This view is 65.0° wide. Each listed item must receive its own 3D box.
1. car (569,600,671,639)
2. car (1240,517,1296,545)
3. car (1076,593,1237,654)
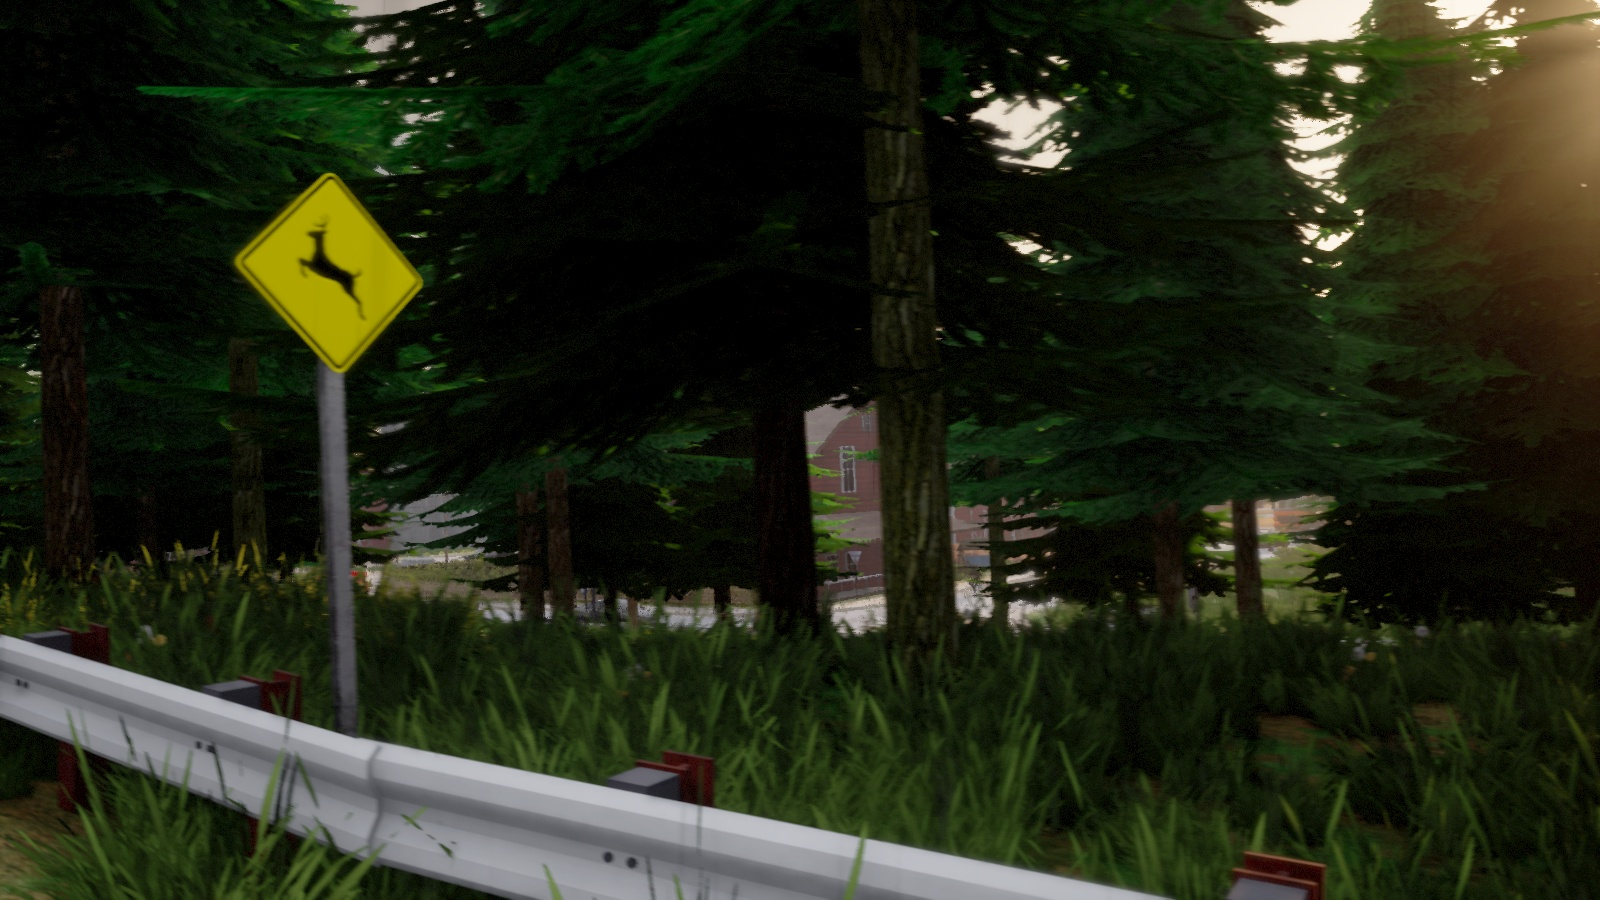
[{"bbox_3d":[-8.495,7.935,59.067,4.892,1.490,1.837,-5,-2,39],"label":"car"},{"bbox_3d":[32.634,5.615,87.458,2.128,1.511,4.902,-5,-2,39],"label":"car"},{"bbox_3d":[11.998,5.813,42.416,4.611,1.667,2.242,-6,-2,39],"label":"car"}]
